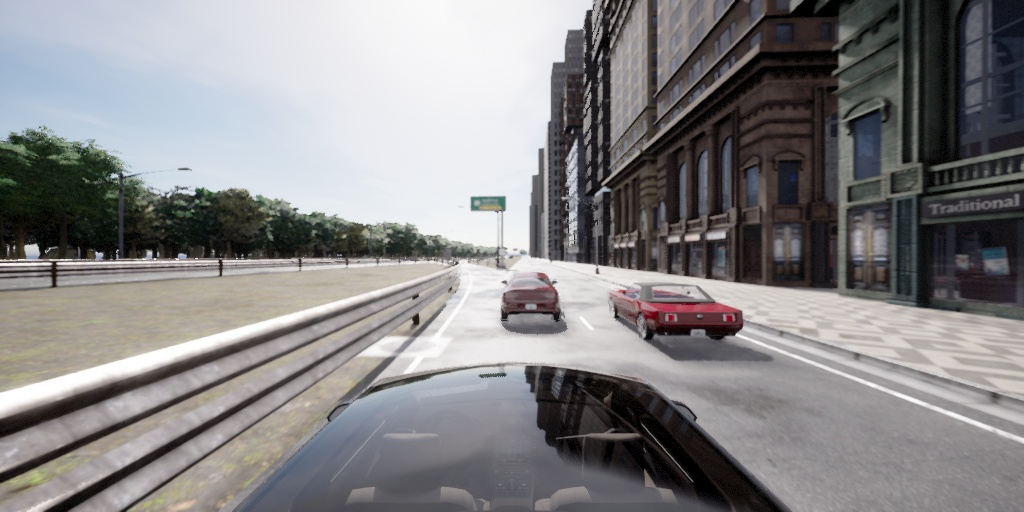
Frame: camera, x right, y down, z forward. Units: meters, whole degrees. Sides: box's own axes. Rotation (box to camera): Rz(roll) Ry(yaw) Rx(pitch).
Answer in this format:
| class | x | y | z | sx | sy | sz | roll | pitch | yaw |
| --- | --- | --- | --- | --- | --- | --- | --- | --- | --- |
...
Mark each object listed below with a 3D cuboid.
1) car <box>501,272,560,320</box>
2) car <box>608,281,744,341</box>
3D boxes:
| class | x | y | z | sx | sy | sz | roll | pitch | yaw |
| --- | --- | --- | --- | --- | --- | --- | --- | --- | --- |
| car | 0.610 | 1.270 | 12.430 | 1.812 | 1.442 | 4.674 | 0 | 0 | 2 |
| car | 4.026 | 1.342 | 9.829 | 1.895 | 1.301 | 4.718 | 0 | 0 | 2 |
